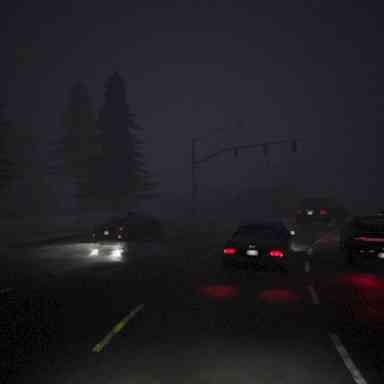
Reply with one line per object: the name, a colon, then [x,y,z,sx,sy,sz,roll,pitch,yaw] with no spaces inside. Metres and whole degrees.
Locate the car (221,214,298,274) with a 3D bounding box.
car: [2.327,1.642,11.003,2.033,1.411,5.357,0,0,18]

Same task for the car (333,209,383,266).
car: [6.294,1.595,11.649,2.128,1.511,4.902,0,0,21]

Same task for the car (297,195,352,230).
car: [9.073,1.423,23.015,2.150,2.045,5.566,0,-1,38]

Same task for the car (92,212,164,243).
car: [-3.134,1.708,17.000,1.994,1.385,4.181,0,-1,23]
